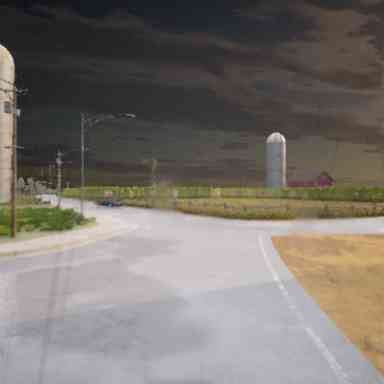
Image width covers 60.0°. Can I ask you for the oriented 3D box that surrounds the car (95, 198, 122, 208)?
[{"bbox_3d":[-12.645,1.606,50.210,4.902,1.511,2.128,0,0,36],"label":"car"}]
